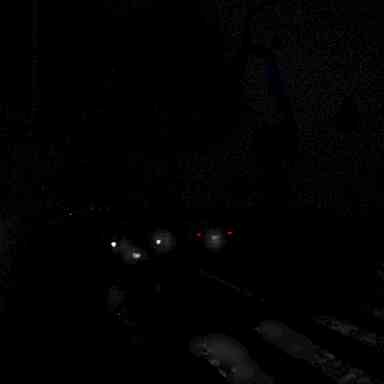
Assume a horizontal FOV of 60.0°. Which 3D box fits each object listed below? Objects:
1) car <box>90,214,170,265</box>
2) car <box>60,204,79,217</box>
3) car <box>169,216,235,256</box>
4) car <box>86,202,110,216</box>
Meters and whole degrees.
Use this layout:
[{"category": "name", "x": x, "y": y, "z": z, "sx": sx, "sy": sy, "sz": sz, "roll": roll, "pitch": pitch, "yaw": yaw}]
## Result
[{"category": "car", "x": -2.595, "y": 1.728, "z": 12.546, "sx": 1.895, "sy": 1.301, "sz": 4.718, "roll": 0, "pitch": -1, "yaw": -23}, {"category": "car", "x": -14.217, "y": 2.123, "z": 38.533, "sx": 2.033, "sy": 1.411, "sz": 5.357, "roll": 0, "pitch": -1, "yaw": -24}, {"category": "car", "x": 0.030, "y": 1.697, "z": 13.891, "sx": 1.994, "sy": 1.385, "sz": 4.181, "roll": 0, "pitch": -1, "yaw": -24}, {"category": "car", "x": -10.848, "y": 1.902, "z": 38.101, "sx": 2.097, "sy": 1.767, "sz": 4.553, "roll": 0, "pitch": -1, "yaw": -24}]
